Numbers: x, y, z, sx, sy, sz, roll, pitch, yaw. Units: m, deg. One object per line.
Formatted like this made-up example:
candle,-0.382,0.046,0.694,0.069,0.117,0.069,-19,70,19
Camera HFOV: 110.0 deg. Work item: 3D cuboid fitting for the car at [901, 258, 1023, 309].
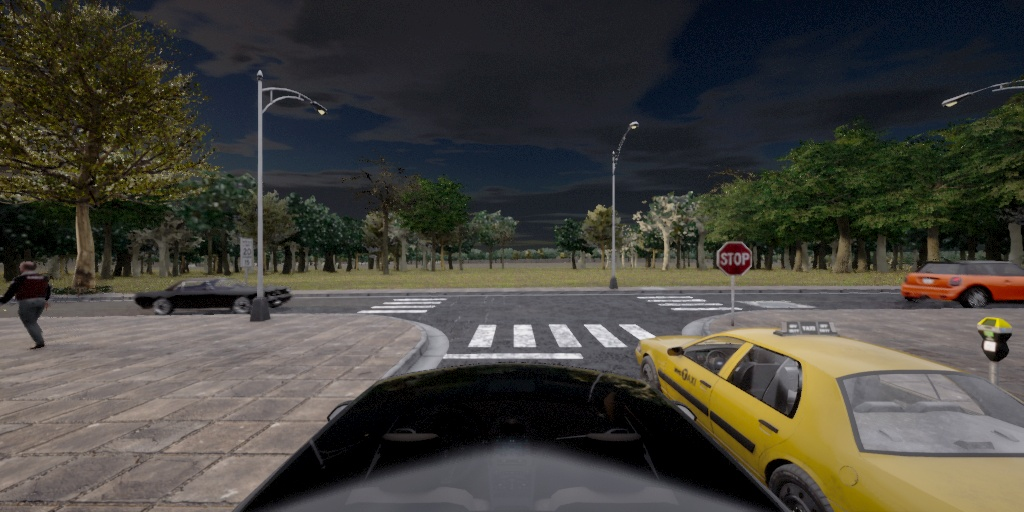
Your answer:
car,17.566,0.951,13.298,4.553,1.767,2.097,0,0,1

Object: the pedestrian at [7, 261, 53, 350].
pedestrian,-9.923,0.995,7.404,0.375,1.860,0.375,0,0,0

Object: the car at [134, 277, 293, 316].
car,-11.075,1.470,13.591,4.718,1.301,1.895,-1,0,1

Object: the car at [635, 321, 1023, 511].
car,2.643,1.275,3.485,1.751,1.417,4.829,0,0,0
